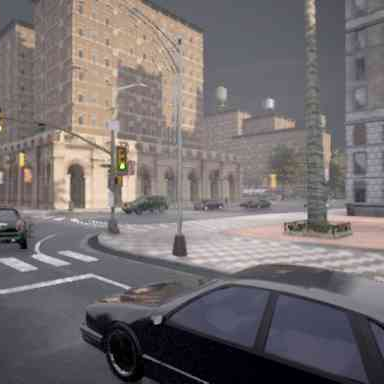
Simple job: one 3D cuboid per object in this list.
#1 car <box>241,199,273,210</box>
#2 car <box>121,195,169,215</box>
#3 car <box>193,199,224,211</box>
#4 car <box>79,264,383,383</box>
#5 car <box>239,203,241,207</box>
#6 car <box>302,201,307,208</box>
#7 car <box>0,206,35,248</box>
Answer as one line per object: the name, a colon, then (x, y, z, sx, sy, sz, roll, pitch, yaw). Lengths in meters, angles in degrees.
car: (9.337, 1.722, 46.233, 1.837, 1.490, 4.892, 0, 0, 44)
car: (-5.056, 1.388, 36.770, 2.150, 2.045, 5.566, 0, 0, 44)
car: (2.205, 1.710, 44.216, 1.837, 1.490, 4.892, 0, 0, 44)
car: (1.004, 1.566, 3.615, 5.357, 1.411, 2.033, 0, 0, 39)
car: (9.514, 1.791, 51.709, 5.357, 1.411, 2.033, 0, 0, -45)
car: (18.665, 1.845, 50.849, 1.895, 1.301, 4.718, 0, 0, 44)
car: (-8.394, 1.417, 14.930, 2.097, 1.767, 4.553, 0, 0, -22)
